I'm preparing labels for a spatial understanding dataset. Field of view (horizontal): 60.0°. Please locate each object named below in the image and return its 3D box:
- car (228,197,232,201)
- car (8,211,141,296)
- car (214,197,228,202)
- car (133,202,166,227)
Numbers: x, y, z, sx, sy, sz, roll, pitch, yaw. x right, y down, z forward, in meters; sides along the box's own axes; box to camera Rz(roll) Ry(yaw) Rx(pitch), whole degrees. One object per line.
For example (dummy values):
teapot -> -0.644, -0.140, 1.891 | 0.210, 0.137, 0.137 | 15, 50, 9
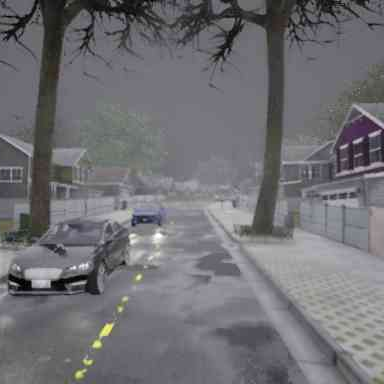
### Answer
car -> 10.171, 2.011, 94.735 | 1.895, 1.301, 4.718 | -1, -2, 21
car -> -2.856, 1.470, 8.741 | 2.128, 1.511, 4.902 | 0, 0, 0
car -> 7.004, 1.890, 84.932 | 1.895, 1.301, 4.718 | -1, -1, 18
car -> -2.838, 1.422, 22.626 | 1.882, 1.535, 5.008 | 0, 0, 0
